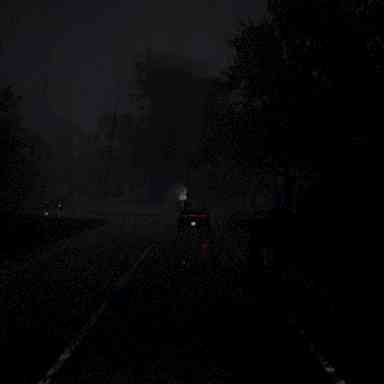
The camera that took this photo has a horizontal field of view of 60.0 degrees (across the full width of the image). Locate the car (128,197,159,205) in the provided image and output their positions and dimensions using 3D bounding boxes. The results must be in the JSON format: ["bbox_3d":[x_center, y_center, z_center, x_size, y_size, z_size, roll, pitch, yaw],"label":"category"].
[{"bbox_3d":[-8.626,1.660,59.563,5.357,1.411,2.033,0,0,-27],"label":"car"}]

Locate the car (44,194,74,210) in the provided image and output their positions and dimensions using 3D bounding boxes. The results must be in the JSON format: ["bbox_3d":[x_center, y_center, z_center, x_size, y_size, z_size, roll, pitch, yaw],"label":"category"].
[{"bbox_3d":[-17.491,1.307,44.099,2.150,2.045,5.566,-1,0,-1],"label":"car"}]

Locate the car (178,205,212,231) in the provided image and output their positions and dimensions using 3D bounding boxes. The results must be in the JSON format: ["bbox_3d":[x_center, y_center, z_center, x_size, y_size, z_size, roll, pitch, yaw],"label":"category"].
[{"bbox_3d":[0.203,1.533,20.764,2.128,1.511,4.902,0,0,3],"label":"car"}]
